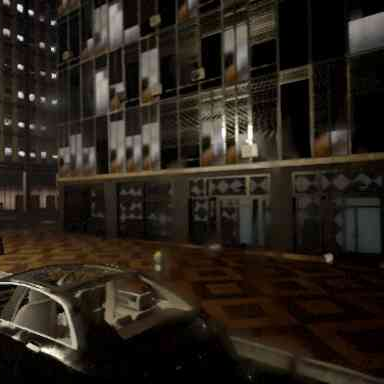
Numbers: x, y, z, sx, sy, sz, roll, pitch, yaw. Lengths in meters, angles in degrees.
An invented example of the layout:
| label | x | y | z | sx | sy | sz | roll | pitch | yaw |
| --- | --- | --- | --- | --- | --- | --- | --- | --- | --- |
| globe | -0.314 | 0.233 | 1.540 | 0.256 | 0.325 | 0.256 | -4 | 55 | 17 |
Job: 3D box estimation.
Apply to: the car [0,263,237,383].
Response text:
| label | x | y | z | sx | sy | sz | roll | pitch | yaw |
| --- | --- | --- | --- | --- | --- | --- | --- | --- | --- |
| car | -1.613 | 1.558 | 4.003 | 4.403 | 1.369 | 2.008 | 0 | -1 | 36 |
